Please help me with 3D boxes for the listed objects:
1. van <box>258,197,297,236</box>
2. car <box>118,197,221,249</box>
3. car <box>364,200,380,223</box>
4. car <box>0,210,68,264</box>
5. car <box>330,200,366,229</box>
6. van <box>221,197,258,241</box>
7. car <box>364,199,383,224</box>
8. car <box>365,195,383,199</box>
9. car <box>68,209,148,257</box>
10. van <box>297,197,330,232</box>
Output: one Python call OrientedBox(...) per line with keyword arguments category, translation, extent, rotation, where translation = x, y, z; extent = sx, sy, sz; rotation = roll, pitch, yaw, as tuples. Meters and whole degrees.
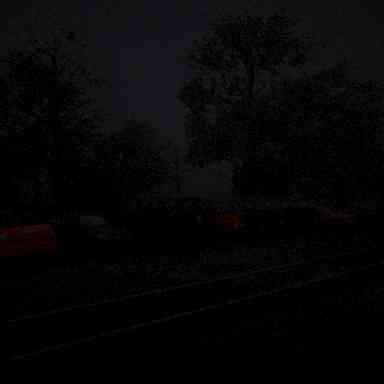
OrientedBox(category="van", translation=(3.103, 1.273, 18.182), extent=(4.442, 1.987, 1.878), rotation=(-1, -1, 34))
OrientedBox(category="car", translation=(-1.857, 1.251, 14.790), extent=(5.566, 2.045, 2.435), rotation=(-1, -1, 34))
OrientedBox(category="car", translation=(10.236, 1.527, 23.462), extent=(4.792, 1.488, 2.163), rotation=(-1, -1, 34))
OrientedBox(category="car", translation=(-6.647, 1.378, 11.285), extent=(4.553, 1.767, 2.185), rotation=(-1, 0, 34))
OrientedBox(category="car", translation=(8.000, 1.493, 21.610), extent=(5.366, 1.575, 1.946), rotation=(-1, -1, 34))
OrientedBox(category="van", translation=(0.685, 1.274, 16.445), extent=(4.442, 1.987, 1.878), rotation=(-1, -1, 34))
OrientedBox(category="car", translation=(12.706, 1.525, 25.171), extent=(4.792, 1.488, 2.163), rotation=(-1, -1, 34))
OrientedBox(category="car", translation=(15.068, 1.244, 26.937), extent=(5.566, 2.045, 2.435), rotation=(-1, -1, 34))
OrientedBox(category="car", translation=(-4.249, 1.543, 13.042), extent=(4.674, 1.452, 2.002), rotation=(-1, -1, 34))
OrientedBox(category="van", translation=(5.522, 1.272, 19.919), extent=(4.442, 1.987, 1.878), rotation=(-1, -1, 34))
